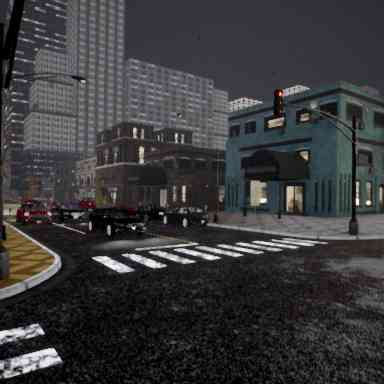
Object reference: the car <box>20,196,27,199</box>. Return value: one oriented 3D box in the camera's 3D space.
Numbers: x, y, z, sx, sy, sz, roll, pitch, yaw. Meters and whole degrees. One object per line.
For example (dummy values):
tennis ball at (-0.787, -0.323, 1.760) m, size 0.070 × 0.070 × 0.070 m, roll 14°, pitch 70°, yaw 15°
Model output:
car at (-39.125, 1.787, 78.914) m, size 2.192 × 1.841 × 5.009 m, roll 1°, pitch -1°, yaw -35°

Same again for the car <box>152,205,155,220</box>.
car at (-3.647, 1.741, 27.919) m, size 1.947 × 1.339 × 4.313 m, roll 1°, pitch -1°, yaw -35°

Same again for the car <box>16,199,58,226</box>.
car at (-11.351, 1.492, 23.872) m, size 1.967 × 1.590 × 4.097 m, roll 1°, pitch -1°, yaw -35°

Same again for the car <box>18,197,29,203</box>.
car at (-42.287, 2.050, 83.475) m, size 2.008 × 1.369 × 4.403 m, roll 1°, pitch -1°, yaw -35°

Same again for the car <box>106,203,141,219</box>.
car at (-6.768, 1.782, 32.424) m, size 1.802 × 1.307 × 4.206 m, roll 1°, pitch -1°, yaw -35°

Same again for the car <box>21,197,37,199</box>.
car at (-18.314, 1.674, 38.745) m, size 1.837 × 1.490 × 4.892 m, roll 1°, pitch -1°, yaw -34°

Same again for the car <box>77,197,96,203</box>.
car at (-13.770, 1.573, 42.458) m, size 2.192 × 1.841 × 5.009 m, roll 1°, pitch -1°, yaw -35°

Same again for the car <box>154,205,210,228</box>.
car at (-0.526, 1.700, 23.413) m, size 2.008 × 1.369 × 4.403 m, roll 1°, pitch -1°, yaw -35°

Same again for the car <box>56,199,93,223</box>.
car at (-9.970, 1.590, 26.663) m, size 2.128 × 1.511 × 4.902 m, roll 1°, pitch -1°, yaw -35°

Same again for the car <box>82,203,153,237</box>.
car at (-4.277, 1.557, 18.432) m, size 1.837 × 1.490 × 4.892 m, roll 1°, pitch -1°, yaw -35°

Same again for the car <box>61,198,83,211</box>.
car at (-16.959, 1.724, 47.001) m, size 1.967 × 1.590 × 4.097 m, roll 1°, pitch -1°, yaw -35°
